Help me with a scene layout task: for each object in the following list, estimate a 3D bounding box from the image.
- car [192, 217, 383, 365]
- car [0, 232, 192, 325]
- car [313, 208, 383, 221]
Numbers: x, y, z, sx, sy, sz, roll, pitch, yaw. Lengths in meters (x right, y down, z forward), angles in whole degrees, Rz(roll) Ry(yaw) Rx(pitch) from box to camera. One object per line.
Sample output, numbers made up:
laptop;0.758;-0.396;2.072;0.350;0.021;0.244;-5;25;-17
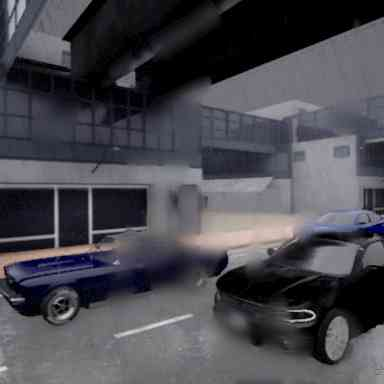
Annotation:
car;2.611;1.458;5.997;5.008;1.535;1.882;0;0;-37
car;-1.503;1.615;7.276;4.718;1.301;1.895;0;0;-37
car;5.998;1.430;12.934;5.008;1.535;1.882;0;0;-37
